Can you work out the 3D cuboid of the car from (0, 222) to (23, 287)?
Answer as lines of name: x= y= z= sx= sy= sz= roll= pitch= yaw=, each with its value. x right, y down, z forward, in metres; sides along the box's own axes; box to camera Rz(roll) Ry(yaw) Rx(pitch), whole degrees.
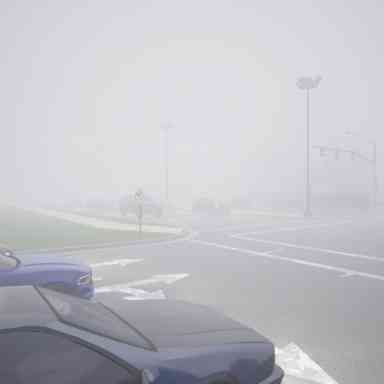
car: x=-6.441 y=1.564 z=7.772 sx=4.181 sy=1.385 sz=1.994 roll=0 pitch=0 yaw=-35

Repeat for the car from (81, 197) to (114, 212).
car: x=-10.675 y=1.492 z=38.457 sx=2.128 sy=1.511 sz=4.902 roll=0 pitch=0 yaw=-36

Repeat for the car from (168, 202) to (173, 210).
car: x=-4.203 y=1.492 z=41.462 sx=2.128 sy=1.511 sz=4.902 roll=0 pitch=0 yaw=-36

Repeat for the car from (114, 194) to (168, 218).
car: x=-4.766 y=1.221 z=30.354 sx=2.150 sy=2.045 sz=5.566 roll=0 pitch=0 yaw=-36

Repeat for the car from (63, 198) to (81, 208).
car: x=-16.748 y=1.564 z=46.832 sx=1.994 sy=1.385 sz=4.181 roll=0 pitch=0 yaw=-35

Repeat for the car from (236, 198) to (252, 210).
car: x=5.436 y=1.491 z=42.158 sx=2.128 sy=1.511 sz=4.902 roll=0 pitch=0 yaw=-36

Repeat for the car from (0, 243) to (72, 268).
car: x=-4.078 y=1.478 z=5.157 sx=5.008 sy=1.535 sz=1.882 roll=0 pitch=0 yaw=-35

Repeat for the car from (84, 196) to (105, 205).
car: x=-17.643 y=1.548 z=60.144 sx=2.033 sy=1.411 sz=5.357 roll=0 pitch=0 yaw=-35

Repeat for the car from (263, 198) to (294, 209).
car: x=11.711 y=1.564 z=45.391 sx=1.994 sy=1.385 sz=4.181 roll=0 pitch=0 yaw=-36

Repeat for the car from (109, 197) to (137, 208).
car: x=-10.476 y=1.547 z=50.088 sx=2.033 sy=1.411 sz=5.357 roll=0 pitch=0 yaw=-36

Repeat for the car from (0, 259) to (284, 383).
car: x=-1.685 y=1.547 z=2.560 sx=5.357 sy=1.411 sz=2.033 roll=0 pitch=0 yaw=-35

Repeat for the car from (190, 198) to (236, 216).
car: x=1.831 y=1.352 z=33.193 sx=2.097 sy=1.767 sz=4.553 roll=0 pitch=0 yaw=-36
